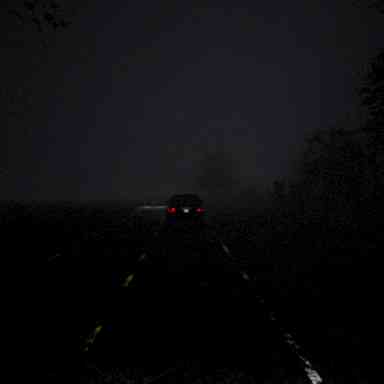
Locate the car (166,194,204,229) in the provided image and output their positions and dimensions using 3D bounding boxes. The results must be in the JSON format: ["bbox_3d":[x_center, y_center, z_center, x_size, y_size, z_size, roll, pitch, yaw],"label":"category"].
[{"bbox_3d":[-0.446,1.125,20.998,2.150,2.045,5.566,0,0,-3],"label":"car"}]

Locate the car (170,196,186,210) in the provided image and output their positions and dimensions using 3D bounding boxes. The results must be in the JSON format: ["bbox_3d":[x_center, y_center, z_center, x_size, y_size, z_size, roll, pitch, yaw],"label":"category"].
[{"bbox_3d":[-1.760,1.324,40.785,1.837,1.490,4.892,0,0,-5],"label":"car"}]

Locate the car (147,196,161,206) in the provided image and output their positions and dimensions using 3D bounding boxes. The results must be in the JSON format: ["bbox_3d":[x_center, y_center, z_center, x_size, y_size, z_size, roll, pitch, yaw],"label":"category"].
[{"bbox_3d":[-5.697,1.310,49.705,1.812,1.442,4.674,0,0,-6],"label":"car"}]
